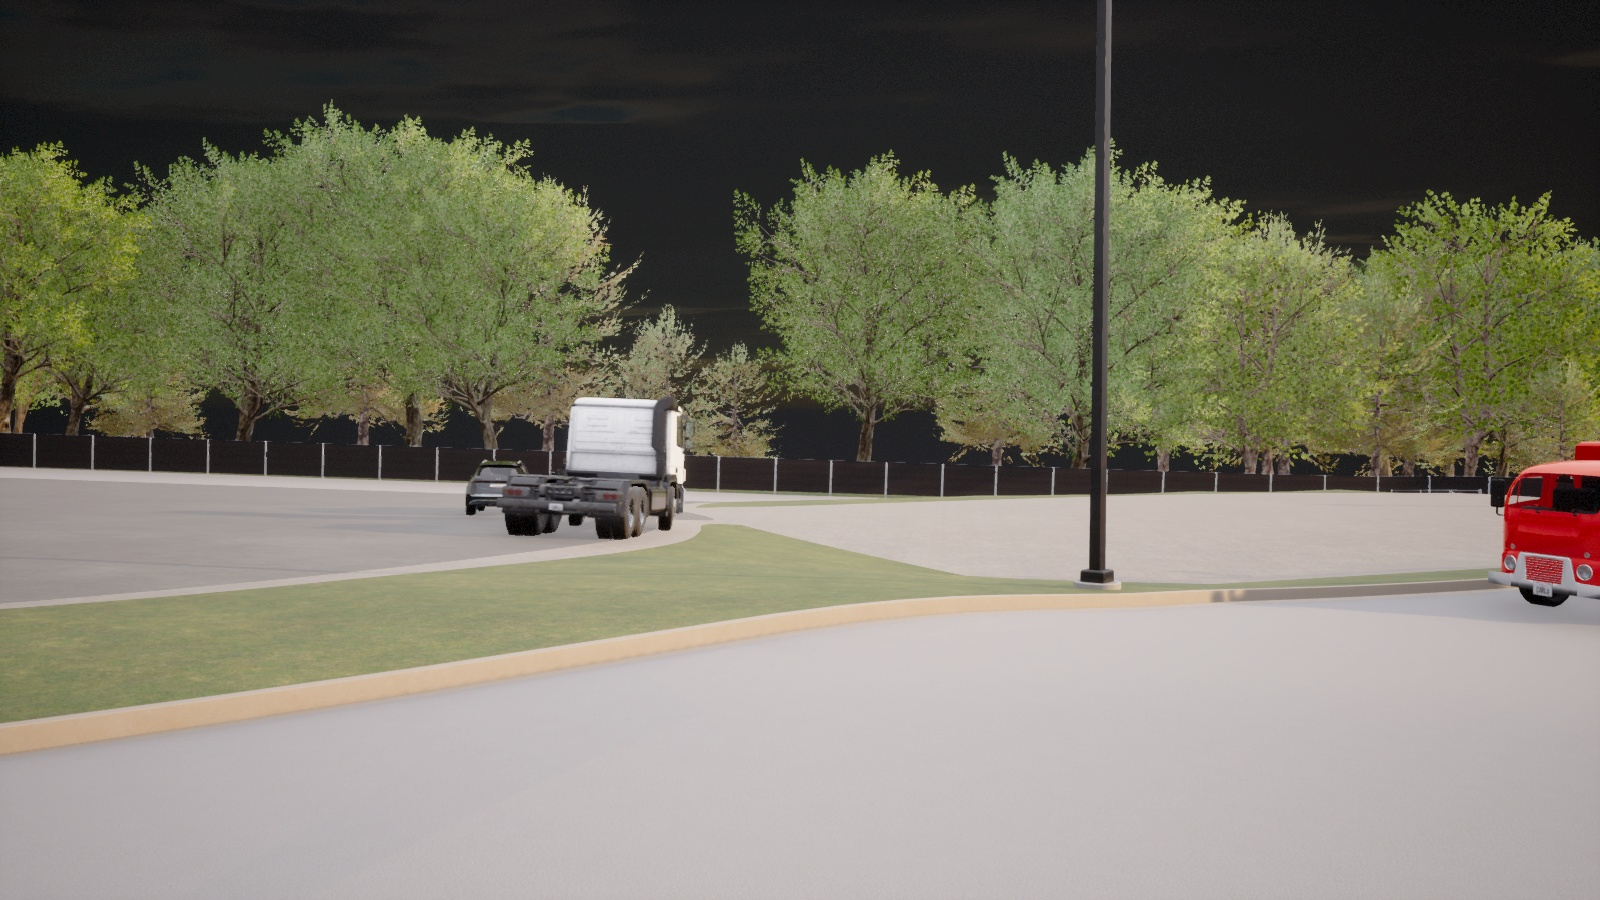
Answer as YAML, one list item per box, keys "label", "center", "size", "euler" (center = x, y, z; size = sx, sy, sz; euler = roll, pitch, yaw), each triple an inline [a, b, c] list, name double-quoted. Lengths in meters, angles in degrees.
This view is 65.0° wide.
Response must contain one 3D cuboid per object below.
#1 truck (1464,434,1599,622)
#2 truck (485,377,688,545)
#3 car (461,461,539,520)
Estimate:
- label: "truck"
  center: [12.801, 1.018, 18.328]
  size: [5.204, 2.467, 2.627]
  euler: [0, 2, -20]
- label: "truck"
  center: [-4.895, 0.301, 30.646]
  size: [2.891, 3.462, 7.936]
  euler: [2, -1, 5]
- label: "car"
  center: [-9.135, 1.189, 38.565]
  size: [2.033, 1.649, 4.856]
  euler: [1, -1, -10]
